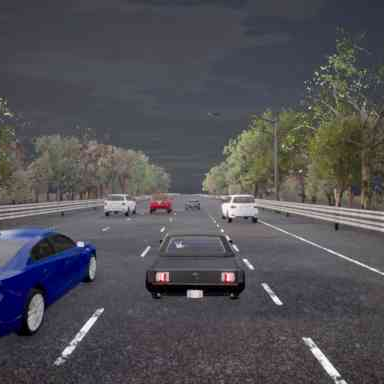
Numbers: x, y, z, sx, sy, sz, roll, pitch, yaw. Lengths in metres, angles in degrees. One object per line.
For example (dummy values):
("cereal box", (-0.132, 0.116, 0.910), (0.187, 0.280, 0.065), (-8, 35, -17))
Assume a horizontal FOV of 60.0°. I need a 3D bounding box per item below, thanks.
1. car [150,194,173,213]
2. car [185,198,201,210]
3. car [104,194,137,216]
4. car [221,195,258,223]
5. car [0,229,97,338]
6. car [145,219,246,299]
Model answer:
("car", (-3.386, 1.247, 37.037), (2.150, 2.045, 5.566), (0, 0, 0))
("car", (0.112, 1.524, 42.938), (2.128, 1.511, 4.902), (0, 0, 0))
("car", (-6.902, 1.242, 32.483), (2.150, 2.045, 5.566), (0, 0, 1))
("car", (3.626, 1.235, 25.947), (2.150, 2.045, 5.566), (0, 0, -2))
("car", (-3.397, 1.477, 6.687), (1.882, 1.535, 5.008), (0, 0, 0))
("car", (0.099, 1.601, 8.380), (1.895, 1.301, 4.718), (0, 0, 1))
